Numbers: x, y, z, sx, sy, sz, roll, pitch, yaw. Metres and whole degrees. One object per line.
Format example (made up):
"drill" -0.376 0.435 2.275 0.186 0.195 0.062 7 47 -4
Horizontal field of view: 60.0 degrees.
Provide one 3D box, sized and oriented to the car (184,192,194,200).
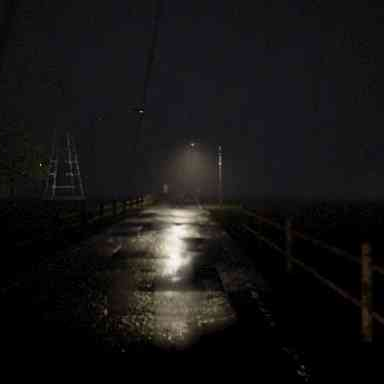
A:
"car" -0.597 0.738 66.936 1.837 1.490 4.892 0 1 -1
